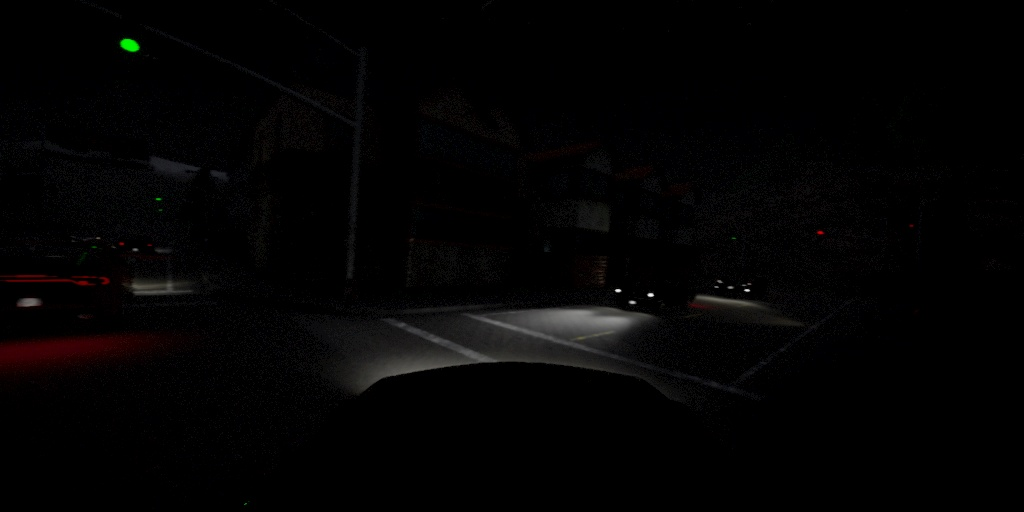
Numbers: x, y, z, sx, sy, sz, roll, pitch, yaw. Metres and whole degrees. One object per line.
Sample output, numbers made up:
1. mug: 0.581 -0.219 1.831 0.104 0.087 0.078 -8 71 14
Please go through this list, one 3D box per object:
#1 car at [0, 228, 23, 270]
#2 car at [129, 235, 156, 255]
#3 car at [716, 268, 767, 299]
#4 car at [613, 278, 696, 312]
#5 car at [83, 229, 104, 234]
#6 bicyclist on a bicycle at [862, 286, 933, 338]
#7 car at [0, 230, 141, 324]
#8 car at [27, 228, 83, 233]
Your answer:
1. car: -19.495 -0.292 12.719 4.674 1.442 1.812 4 1 45
2. car: -26.934 -0.848 25.803 1.895 1.301 4.718 3 1 -44
3. car: 16.836 1.910 26.160 5.566 2.045 2.150 4 1 -43
4. car: 6.562 1.689 16.290 4.718 1.301 1.895 3 1 -44
5. car: -38.333 -1.739 32.490 1.812 1.442 4.674 3 1 -44
6. bicyclist on a bicycle: 13.069 1.869 12.171 0.582 1.620 1.656 3 1 -44
7. car: -9.313 0.415 7.448 1.882 1.535 5.008 3 1 -44
8. car: -27.629 -0.904 21.213 2.033 1.411 5.357 3 1 -44
